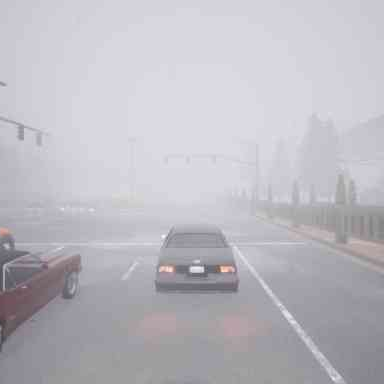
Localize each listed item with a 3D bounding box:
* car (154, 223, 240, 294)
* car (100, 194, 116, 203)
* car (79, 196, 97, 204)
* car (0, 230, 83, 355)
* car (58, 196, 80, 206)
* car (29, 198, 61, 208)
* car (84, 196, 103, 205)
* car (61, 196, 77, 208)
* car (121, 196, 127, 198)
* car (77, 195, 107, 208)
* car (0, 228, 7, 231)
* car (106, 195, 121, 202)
[{"bbox_3d":[0.093,1.547,8.951,2.033,1.411,5.357,0,0,0],"label":"car"},{"bbox_3d":[-17.556,1.355,69.743,2.097,1.767,4.553,0,0,0],"label":"car"},{"bbox_3d":[-21.054,1.525,67.609,2.128,1.511,4.902,0,0,0],"label":"car"},{"bbox_3d":[-3.404,1.601,5.496,1.895,1.301,4.718,0,0,0],"label":"car"},{"bbox_3d":[-21.117,1.478,57.269,1.882,1.535,5.008,0,0,0],"label":"car"},{"bbox_3d":[-21.136,1.547,47.398,2.033,1.411,5.357,0,0,0],"label":"car"},{"bbox_3d":[-17.612,1.478,59.445,1.882,1.535,5.008,0,0,1],"label":"car"},{"bbox_3d":[-17.619,1.526,49.410,1.812,1.442,4.674,0,0,0],"label":"car"},{"bbox_3d":[-14.056,1.491,67.802,2.128,1.511,4.902,0,0,0],"label":"car"},{"bbox_3d":[-14.136,1.547,47.286,2.033,1.411,5.357,0,0,0],"label":"car"},{"bbox_3d":[-6.907,1.352,9.161,2.097,1.767,4.553,0,0,0],"label":"car"},{"bbox_3d":[-14.121,1.601,57.358,1.895,1.301,4.718,0,0,0],"label":"car"}]
